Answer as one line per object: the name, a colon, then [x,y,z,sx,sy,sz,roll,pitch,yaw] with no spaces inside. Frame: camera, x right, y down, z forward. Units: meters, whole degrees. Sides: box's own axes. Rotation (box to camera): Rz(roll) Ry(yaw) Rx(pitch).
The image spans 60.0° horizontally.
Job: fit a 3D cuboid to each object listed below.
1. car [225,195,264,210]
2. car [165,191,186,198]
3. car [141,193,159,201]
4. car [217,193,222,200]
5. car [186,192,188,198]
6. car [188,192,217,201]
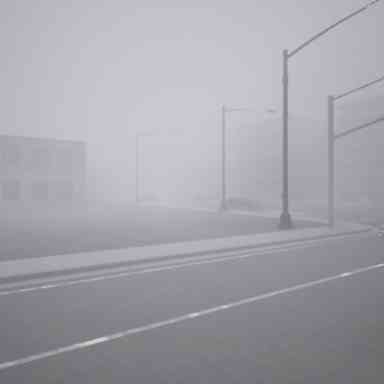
car: [6.211,1.251,38.760,2.128,1.511,4.902,0,1,-35]
car: [-3.961,0.611,72.249,1.837,1.490,4.892,0,1,-35]
car: [-7.504,0.874,58.811,1.812,1.442,4.674,0,1,-34]
car: [4.830,0.851,65.644,2.128,1.511,4.902,0,1,-35]
car: [-1.078,0.648,74.233,2.033,1.411,5.357,0,1,-35]
car: [1.947,0.840,63.660,1.882,1.535,5.008,0,1,-35]
